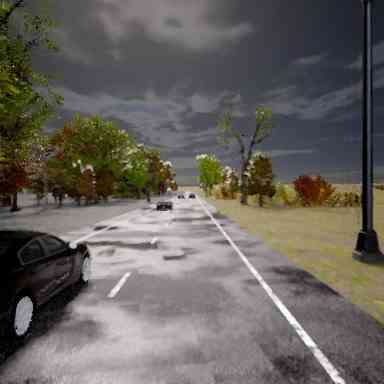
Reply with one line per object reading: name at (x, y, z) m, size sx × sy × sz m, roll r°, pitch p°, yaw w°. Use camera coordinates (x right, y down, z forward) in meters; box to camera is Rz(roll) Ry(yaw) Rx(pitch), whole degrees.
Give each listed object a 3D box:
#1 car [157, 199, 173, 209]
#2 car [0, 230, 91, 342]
car at (-3.487, 1.570, 43.550) m, size 1.895 × 1.301 × 4.718 m, roll 0°, pitch 0°, yaw 0°
car at (-3.499, 1.476, 6.501) m, size 1.882 × 1.535 × 5.008 m, roll 0°, pitch 0°, yaw 0°
